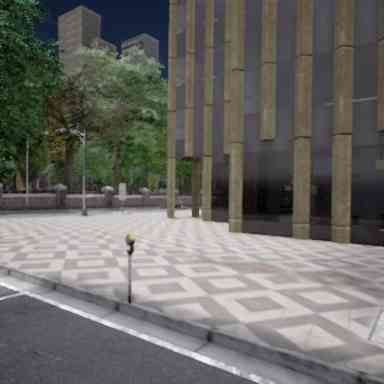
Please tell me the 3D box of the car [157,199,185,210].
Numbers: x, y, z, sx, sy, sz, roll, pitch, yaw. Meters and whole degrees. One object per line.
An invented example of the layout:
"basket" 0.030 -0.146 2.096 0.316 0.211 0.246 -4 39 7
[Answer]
"car" -2.966 1.783 47.716 1.837 1.490 4.892 1 -1 36
